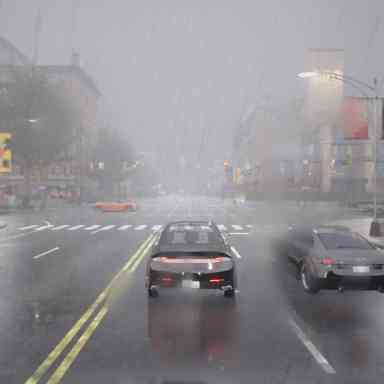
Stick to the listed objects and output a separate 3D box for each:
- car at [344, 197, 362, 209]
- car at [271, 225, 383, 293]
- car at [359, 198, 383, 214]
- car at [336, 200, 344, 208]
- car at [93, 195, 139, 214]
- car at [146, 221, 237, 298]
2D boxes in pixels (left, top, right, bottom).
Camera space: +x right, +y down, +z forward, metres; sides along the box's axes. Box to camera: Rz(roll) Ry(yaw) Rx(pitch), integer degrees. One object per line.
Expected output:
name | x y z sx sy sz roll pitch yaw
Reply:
car | 23.014 1.478 43.096 5.008 1.535 1.882 0 0 0
car | 3.479 1.564 8.867 1.994 1.385 4.181 0 0 0
car | 20.585 1.601 34.888 4.718 1.301 1.895 0 0 0
car | 22.793 1.492 46.591 4.902 1.511 2.128 0 0 0
car | -7.838 1.352 34.688 4.553 1.767 2.097 0 0 -1
car | -0.020 1.492 8.530 2.128 1.511 4.902 0 0 0
